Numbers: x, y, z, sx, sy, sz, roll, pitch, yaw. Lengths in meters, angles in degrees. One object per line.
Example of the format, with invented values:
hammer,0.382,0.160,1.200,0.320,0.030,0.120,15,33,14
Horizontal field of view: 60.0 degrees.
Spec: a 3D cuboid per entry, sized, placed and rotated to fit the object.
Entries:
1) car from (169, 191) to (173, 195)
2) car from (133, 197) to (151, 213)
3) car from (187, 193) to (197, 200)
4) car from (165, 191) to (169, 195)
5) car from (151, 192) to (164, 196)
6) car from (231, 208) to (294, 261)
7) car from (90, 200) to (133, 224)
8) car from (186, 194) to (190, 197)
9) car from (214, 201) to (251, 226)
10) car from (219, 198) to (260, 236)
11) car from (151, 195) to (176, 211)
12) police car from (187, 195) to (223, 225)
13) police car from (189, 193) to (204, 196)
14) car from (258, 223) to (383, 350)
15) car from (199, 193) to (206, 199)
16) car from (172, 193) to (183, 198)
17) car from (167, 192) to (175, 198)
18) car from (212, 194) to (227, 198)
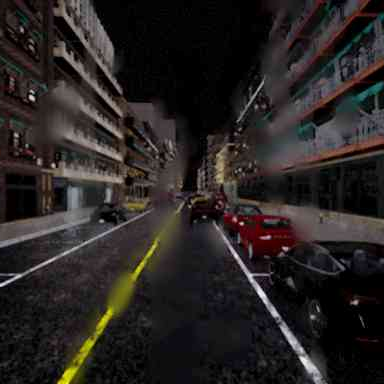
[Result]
car,-5.654,0.778,85.092,2.192,1.841,5.009,0,0,0
car,-5.676,1.316,34.196,1.752,1.417,4.829,0,0,0
car,0.028,0.999,73.135,1.994,1.385,4.181,0,0,0
car,-5.666,0.961,56.911,2.192,1.841,5.009,0,0,0
car,-5.669,1.122,51.275,1.967,1.590,4.097,0,0,0
car,2.696,1.473,11.814,1.887,1.381,4.507,0,0,0
car,-5.680,1.426,23.093,1.947,1.339,4.313,0,0,0
car,0.023,1.130,58.137,2.128,1.511,4.902,0,0,0
car,2.701,1.411,23.086,2.008,1.369,4.403,0,0,0
car,2.699,1.334,17.450,1.967,1.590,4.097,0,0,0
car,-3.080,1.337,36.999,1.994,1.385,4.181,0,0,0
police car,0.771,1.286,22.699,1.930,1.638,5.238,0,0,0
police car,0.915,1.187,38.693,1.930,1.638,5.238,0,0,0
car,2.694,1.528,6.178,1.947,1.339,4.313,0,0,0
car,2.725,0.987,85.256,1.752,1.417,4.829,0,0,0
car,-2.970,1.020,77.743,1.895,1.301,4.718,0,0,0
car,-5.653,0.866,90.728,1.967,1.590,4.097,0,0,0
car,2.707,1.104,34.358,2.192,1.841,5.009,0,0,0
